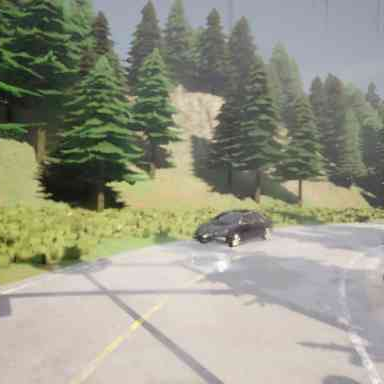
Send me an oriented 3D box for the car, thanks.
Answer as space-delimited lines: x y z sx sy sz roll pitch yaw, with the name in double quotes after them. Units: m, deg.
2.066 1.596 15.484 1.837 1.490 4.892 0 -1 40 "car"
